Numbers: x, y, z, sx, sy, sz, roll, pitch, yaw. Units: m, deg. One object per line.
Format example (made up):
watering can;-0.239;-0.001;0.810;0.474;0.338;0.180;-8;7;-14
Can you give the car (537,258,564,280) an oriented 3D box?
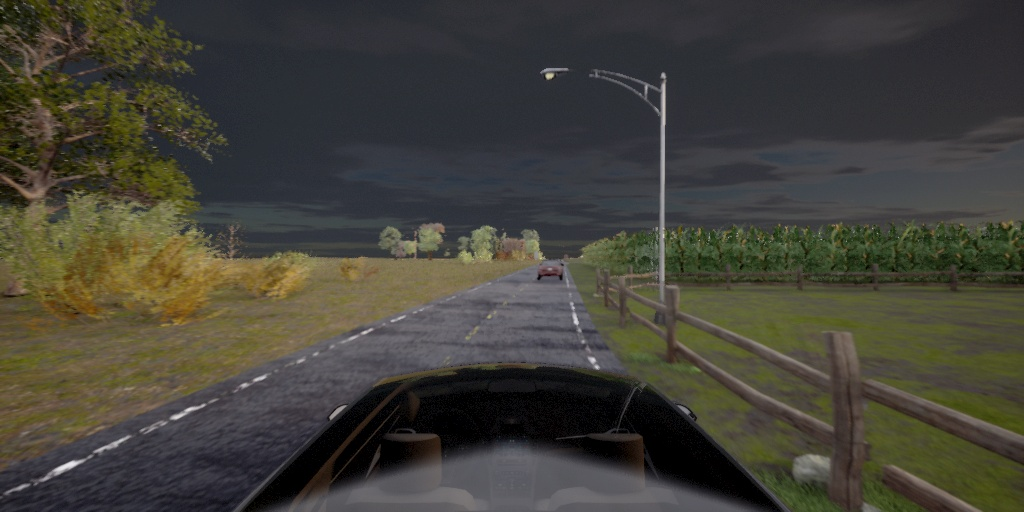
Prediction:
car;3.408;1.079;31.395;2.097;1.767;4.553;0;0;8
